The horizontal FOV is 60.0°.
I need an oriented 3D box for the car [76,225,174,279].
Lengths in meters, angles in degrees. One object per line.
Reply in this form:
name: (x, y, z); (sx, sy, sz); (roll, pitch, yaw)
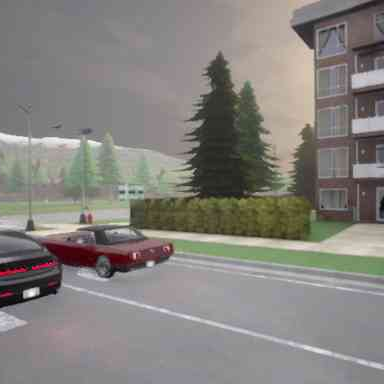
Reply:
car: (-2.932, 1.694, 10.352); (4.718, 1.301, 1.895); (-1, 0, 36)

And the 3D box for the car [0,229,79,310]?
car: (-4.860, 1.596, 7.428); (4.892, 1.490, 1.837); (-1, 0, 36)
